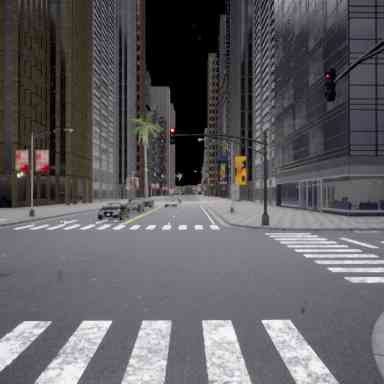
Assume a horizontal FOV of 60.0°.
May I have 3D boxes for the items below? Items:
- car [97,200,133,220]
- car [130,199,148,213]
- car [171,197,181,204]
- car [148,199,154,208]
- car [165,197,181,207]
[{"bbox_3d":[-6.640,1.624,28.406,1.994,1.385,4.181,0,0,1],"label":"car"},{"bbox_3d":[-6.665,1.597,38.861,1.837,1.490,4.892,0,0,0],"label":"car"},{"bbox_3d":[-3.284,1.786,69.824,1.994,1.385,4.181,0,0,0],"label":"car"},{"bbox_3d":[-6.678,1.680,49.489,2.033,1.411,5.357,0,0,0],"label":"car"},{"bbox_3d":[-3.252,1.750,53.345,1.895,1.301,4.718,0,0,0],"label":"car"}]
